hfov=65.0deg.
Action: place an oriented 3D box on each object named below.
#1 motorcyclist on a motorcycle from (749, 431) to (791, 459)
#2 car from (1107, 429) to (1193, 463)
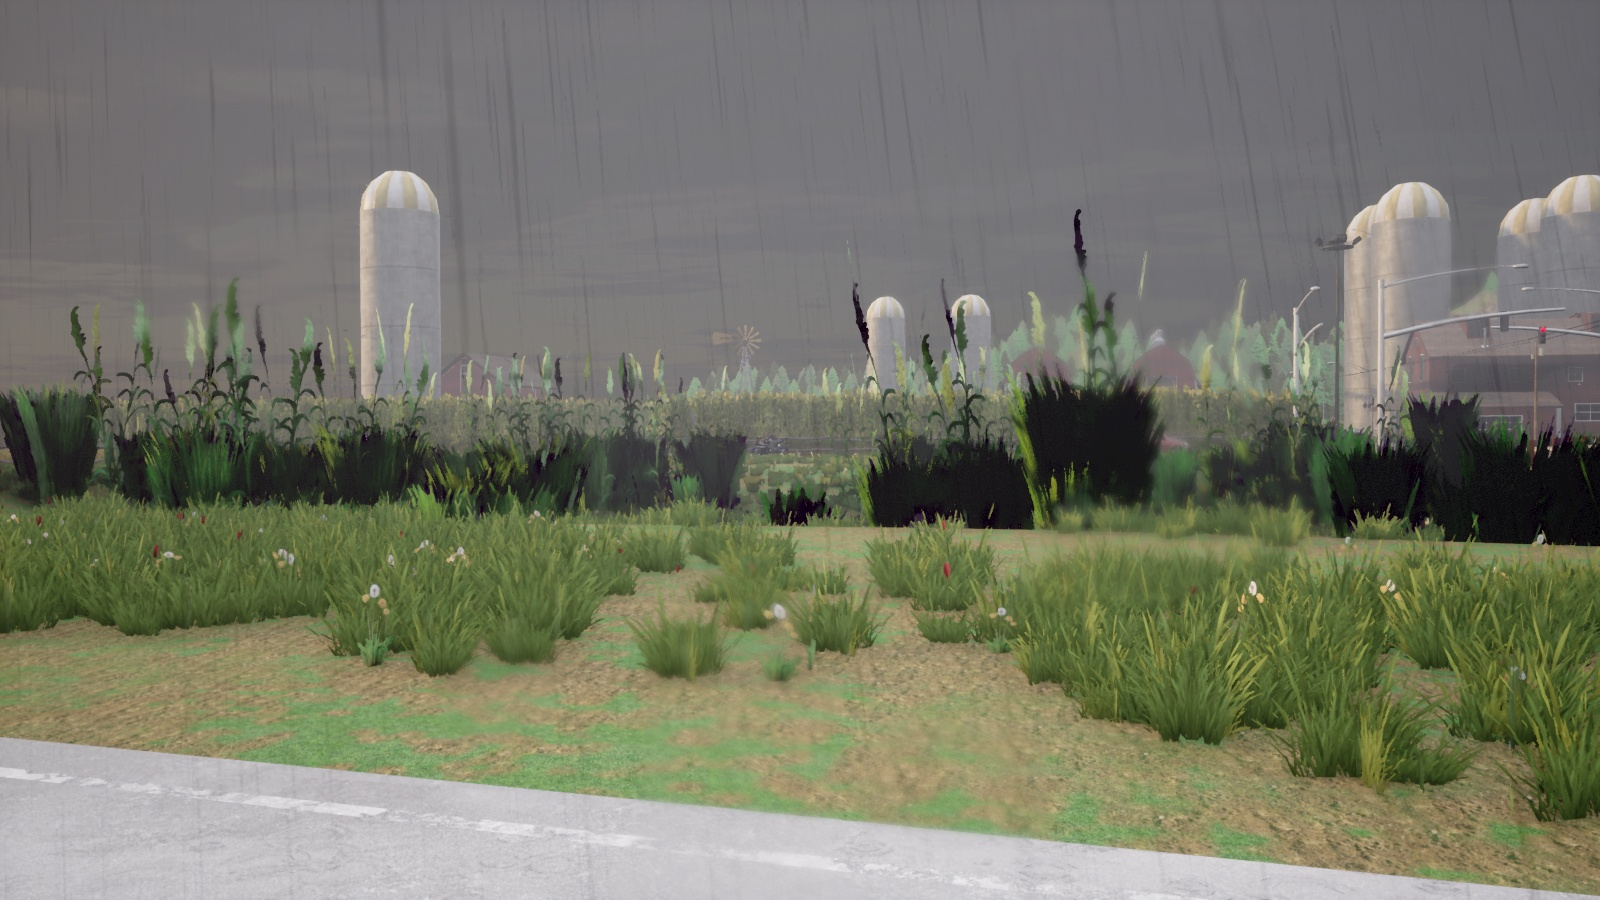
[{"bbox_3d":[-1.684,-0.261,69.685,2.191,1.530,0.866,0,1,12],"label":"motorcyclist on a motorcycle"},{"bbox_3d":[17.326,-0.208,62.305,3.988,1.617,1.851,0,1,12],"label":"car"}]
